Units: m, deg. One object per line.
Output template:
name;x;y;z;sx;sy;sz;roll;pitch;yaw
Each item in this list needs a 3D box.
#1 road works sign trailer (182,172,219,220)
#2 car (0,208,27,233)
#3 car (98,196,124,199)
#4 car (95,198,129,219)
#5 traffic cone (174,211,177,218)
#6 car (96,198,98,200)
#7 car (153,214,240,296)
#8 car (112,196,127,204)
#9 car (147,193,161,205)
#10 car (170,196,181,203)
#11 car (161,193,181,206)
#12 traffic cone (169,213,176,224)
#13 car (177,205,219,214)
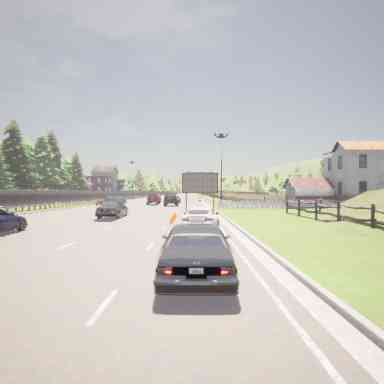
road works sign trailer;0.518;0.464;22.071;2.380;3.560;2.880;0;0;-3
car;-10.377;1.526;17.140;1.812;1.442;4.674;0;0;0
car;-10.341;1.351;43.514;2.097;1.767;4.553;0;0;0
car;-6.861;1.547;28.838;2.033;1.411;5.357;0;0;0
traffic cone;-1.453;1.955;25.181;0.340;0.580;0.340;0;0;0
car;-13.829;1.352;53.136;2.097;1.767;4.553;0;0;0
car;0.110;1.547;8.825;2.033;1.411;5.357;0;0;1
car;-13.813;1.525;63.738;1.812;1.442;4.674;0;0;0
car;-6.818;1.218;60.350;2.150;2.045;5.566;0;0;0
car;-3.307;1.564;68.577;1.994;1.385;4.181;0;0;0
car;-3.327;1.221;53.362;2.150;2.045;5.566;0;0;0
traffic cone;-1.456;1.955;23.181;0.340;0.580;0.340;0;0;0
car;0.482;1.540;18.457;1.812;1.442;4.674;-1;-1;6
